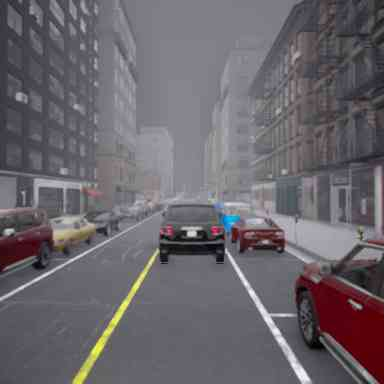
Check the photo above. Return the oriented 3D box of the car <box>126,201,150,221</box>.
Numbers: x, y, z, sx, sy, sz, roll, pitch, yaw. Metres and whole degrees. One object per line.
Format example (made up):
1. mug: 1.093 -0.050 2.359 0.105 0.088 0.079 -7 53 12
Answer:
1. car: -5.389 1.823 30.394 2.008 1.369 4.403 0 0 0

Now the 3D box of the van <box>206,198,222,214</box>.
1. van: 2.636 1.708 41.215 1.690 1.788 3.998 0 -1 0

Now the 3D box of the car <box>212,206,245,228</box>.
1. car: 2.637 1.791 24.986 1.947 1.339 4.313 0 -1 0

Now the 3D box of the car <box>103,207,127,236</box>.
1. car: -5.388 1.743 19.576 1.947 1.339 4.313 0 -1 0

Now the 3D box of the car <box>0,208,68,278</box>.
1. car: -5.388 1.396 8.759 2.192 1.841 5.009 0 -1 0

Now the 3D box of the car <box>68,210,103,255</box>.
1. car: -5.388 1.653 13.996 1.752 1.417 4.829 0 -1 0

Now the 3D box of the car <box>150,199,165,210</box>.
1. car: -5.390 1.902 52.032 1.967 1.590 4.097 0 -1 0

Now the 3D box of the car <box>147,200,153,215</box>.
1. car: -5.389 1.885 35.803 1.947 1.339 4.313 0 0 0

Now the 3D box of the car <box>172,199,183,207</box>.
1. car: -2.779 2.134 64.603 1.994 1.385 4.181 0 -1 1

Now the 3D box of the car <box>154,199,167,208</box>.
1. car: -5.391 1.949 57.441 1.967 1.590 4.097 0 -1 0

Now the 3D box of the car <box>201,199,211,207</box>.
1. car: 2.746 2.099 66.954 1.837 1.490 4.892 0 -1 0

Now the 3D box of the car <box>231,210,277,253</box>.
1. car: 2.637 1.674 14.167 1.887 1.381 4.507 0 -1 0

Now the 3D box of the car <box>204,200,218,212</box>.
1. car: 2.635 1.941 46.793 1.752 1.417 4.829 0 -1 0

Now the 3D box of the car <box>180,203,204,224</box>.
1. car: 0.019 1.763 28.516 1.837 1.490 4.892 0 0 1

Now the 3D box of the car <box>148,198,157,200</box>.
1. car: -5.390 1.729 46.624 2.192 1.841 5.009 0 -1 0

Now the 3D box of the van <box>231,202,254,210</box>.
1. van: 2.637 1.518 19.578 1.690 1.788 3.998 0 -1 0

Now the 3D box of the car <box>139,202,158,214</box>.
1. car: -5.390 1.949 41.213 1.802 1.307 4.206 0 -1 0

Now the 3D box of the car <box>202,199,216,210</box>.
1. car: 2.635 1.902 52.033 1.967 1.590 4.097 0 -1 0

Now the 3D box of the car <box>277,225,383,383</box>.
1. car: 2.638 1.347 3.350 2.192 1.841 5.009 0 -1 0

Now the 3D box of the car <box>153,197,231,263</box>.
1. car: 0.009 1.340 12.607 2.150 2.045 5.566 0 0 0
